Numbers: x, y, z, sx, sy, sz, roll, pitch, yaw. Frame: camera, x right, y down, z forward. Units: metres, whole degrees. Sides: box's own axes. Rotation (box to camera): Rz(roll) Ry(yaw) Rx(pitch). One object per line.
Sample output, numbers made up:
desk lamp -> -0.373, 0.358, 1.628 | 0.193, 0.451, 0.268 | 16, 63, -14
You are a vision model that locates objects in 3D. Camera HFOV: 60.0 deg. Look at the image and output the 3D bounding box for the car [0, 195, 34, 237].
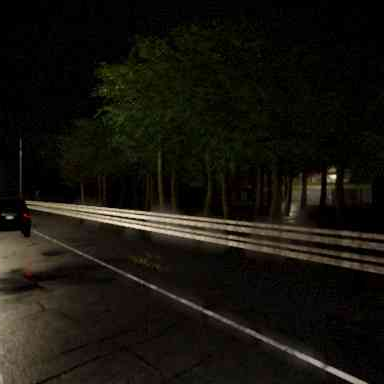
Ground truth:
car -> -10.305, 1.328, 18.112 | 2.150, 2.045, 5.566 | 0, 0, -36
